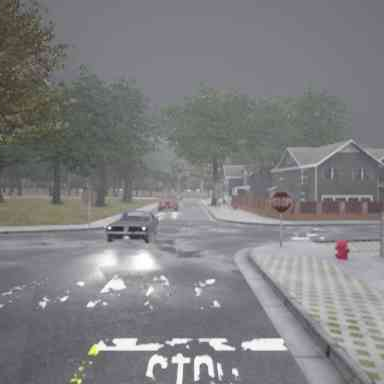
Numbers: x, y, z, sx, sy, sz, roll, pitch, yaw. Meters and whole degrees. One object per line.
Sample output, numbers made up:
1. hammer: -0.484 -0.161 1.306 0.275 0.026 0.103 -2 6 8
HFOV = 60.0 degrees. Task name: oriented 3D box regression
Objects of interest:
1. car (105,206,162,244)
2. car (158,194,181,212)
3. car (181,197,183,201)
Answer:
1. car: -2.736 1.582 16.080 1.895 1.301 4.718 1 0 0
2. car: -2.733 1.218 39.183 2.150 2.045 5.566 0 0 0
3. car: -2.721 1.359 65.430 1.812 1.442 4.674 0 0 0
